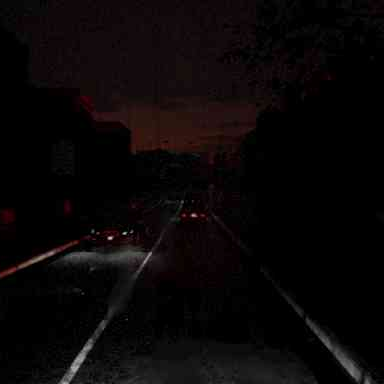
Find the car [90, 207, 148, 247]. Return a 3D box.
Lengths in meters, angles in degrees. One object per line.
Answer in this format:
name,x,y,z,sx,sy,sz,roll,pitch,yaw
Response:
car,-3.112,1.502,15.060,1.837,1.490,4.892,0,0,0

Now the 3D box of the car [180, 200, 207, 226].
car,0.081,1.543,23.612,2.033,1.411,5.357,0,0,0

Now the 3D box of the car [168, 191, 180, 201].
car,-3.096,0.569,57.130,1.882,1.535,5.008,0,5,0

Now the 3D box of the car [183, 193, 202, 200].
car,0.065,1.098,40.622,2.150,2.045,5.566,0,1,-1
